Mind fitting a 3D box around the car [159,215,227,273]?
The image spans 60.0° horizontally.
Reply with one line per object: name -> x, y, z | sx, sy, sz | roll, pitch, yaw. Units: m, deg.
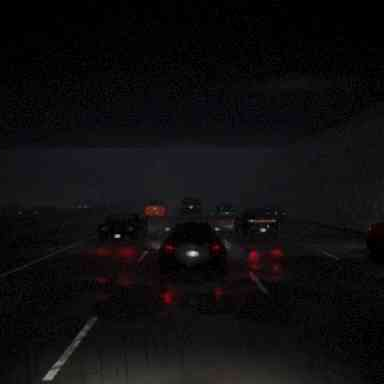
car -> 0.020, 1.677, 11.104 | 1.994, 1.385, 4.181 | 0, 0, 0

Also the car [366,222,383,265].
car -> 7.024, 1.311, 9.014 | 2.150, 2.045, 5.566 | 0, 0, 0

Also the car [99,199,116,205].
car -> -17.890, 2.206, 72.439 | 2.128, 1.511, 4.902 | 0, -1, 0

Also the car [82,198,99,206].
car -> -21.386, 2.045, 71.620 | 2.097, 1.767, 4.553 | 0, -1, 0

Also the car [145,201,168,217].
car -> -3.602, 1.699, 34.456 | 2.097, 1.767, 4.553 | 0, -1, 0

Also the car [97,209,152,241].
car -> -3.506, 1.782, 17.786 | 1.895, 1.301, 4.718 | 0, -1, 0

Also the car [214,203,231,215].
car -> 3.398, 1.837, 34.760 | 2.128, 1.511, 4.902 | 0, -1, 0

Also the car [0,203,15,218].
car -> -17.783, 1.809, 31.868 | 1.882, 1.535, 5.008 | 0, -1, 0

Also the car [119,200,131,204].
car -> -14.385, 2.280, 71.593 | 1.895, 1.301, 4.718 | 0, -1, 0

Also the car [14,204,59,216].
car -> -14.281, 1.922, 31.132 | 1.895, 1.301, 4.718 | 0, -1, 0

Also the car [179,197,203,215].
car -> -0.097, 1.559, 33.706 | 2.150, 2.045, 5.566 | 0, -1, 0

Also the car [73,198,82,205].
car -> -24.897, 2.169, 73.795 | 1.882, 1.535, 5.008 | 0, -1, 0

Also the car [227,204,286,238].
car -> 3.487, 1.678, 18.766 | 2.128, 1.511, 4.902 | 0, -1, 0
